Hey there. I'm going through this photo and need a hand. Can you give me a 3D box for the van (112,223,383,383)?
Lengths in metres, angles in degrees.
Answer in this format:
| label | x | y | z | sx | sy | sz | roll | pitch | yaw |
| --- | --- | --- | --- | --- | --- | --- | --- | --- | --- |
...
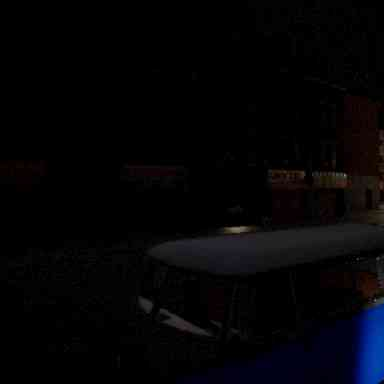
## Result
| label | x | y | z | sx | sy | sz | roll | pitch | yaw |
| --- | --- | --- | --- | --- | --- | --- | --- | --- | --- |
| van | 1.173 | 1.319 | 3.653 | 3.998 | 1.788 | 1.690 | -1 | 0 | -35 |
